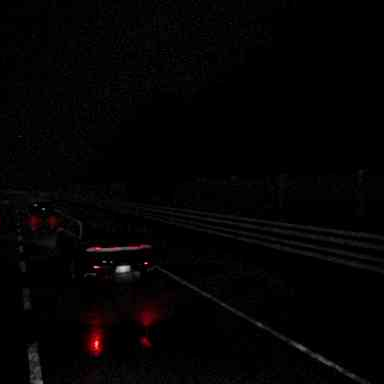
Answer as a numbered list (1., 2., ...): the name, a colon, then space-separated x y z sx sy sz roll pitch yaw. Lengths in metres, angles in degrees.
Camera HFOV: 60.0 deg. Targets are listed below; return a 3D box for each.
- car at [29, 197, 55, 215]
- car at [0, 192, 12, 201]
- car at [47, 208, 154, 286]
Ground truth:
1. car: -13.030 1.143 28.829 1.812 1.442 4.674 2 0 -28
2. car: -32.734 0.834 58.050 1.895 1.301 4.718 2 -1 -28
3. car: -2.630 1.426 9.370 2.128 1.511 4.902 2 0 -28
